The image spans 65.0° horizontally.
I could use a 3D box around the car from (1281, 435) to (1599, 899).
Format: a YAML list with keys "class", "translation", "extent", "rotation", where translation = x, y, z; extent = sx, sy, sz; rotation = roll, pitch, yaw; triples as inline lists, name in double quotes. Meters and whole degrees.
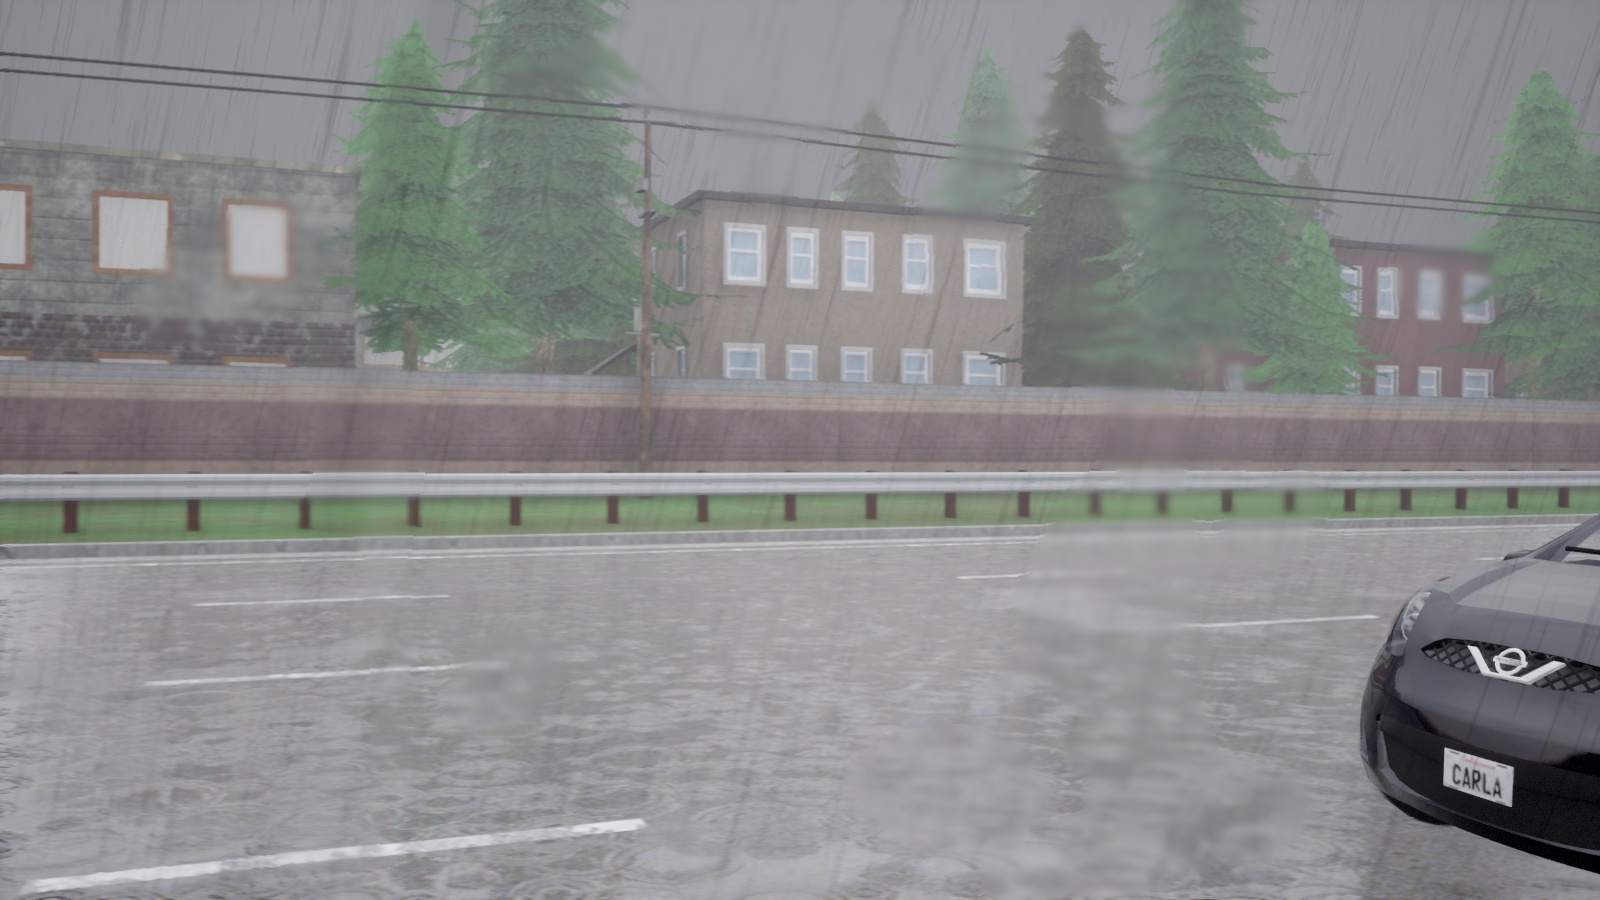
- class: "car"
  translation: [3.922, 0.693, 4.728]
  extent: [3.633, 1.501, 1.845]
  rotation: [-1, 1, -21]
